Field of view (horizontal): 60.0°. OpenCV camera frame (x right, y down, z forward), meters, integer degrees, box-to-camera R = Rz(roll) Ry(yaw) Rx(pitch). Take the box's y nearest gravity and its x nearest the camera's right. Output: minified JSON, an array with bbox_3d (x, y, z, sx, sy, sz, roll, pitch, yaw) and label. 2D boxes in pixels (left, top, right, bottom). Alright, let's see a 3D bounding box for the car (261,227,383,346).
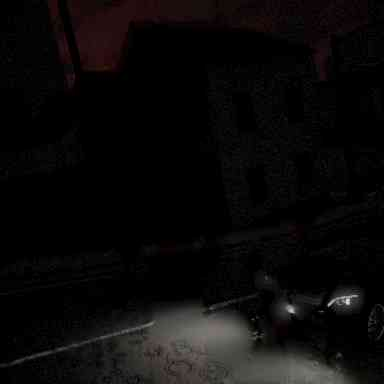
[{"bbox_3d":[3.386,1.459,6.367,4.674,1.442,1.812,-1,1,-35],"label":"car"}]
